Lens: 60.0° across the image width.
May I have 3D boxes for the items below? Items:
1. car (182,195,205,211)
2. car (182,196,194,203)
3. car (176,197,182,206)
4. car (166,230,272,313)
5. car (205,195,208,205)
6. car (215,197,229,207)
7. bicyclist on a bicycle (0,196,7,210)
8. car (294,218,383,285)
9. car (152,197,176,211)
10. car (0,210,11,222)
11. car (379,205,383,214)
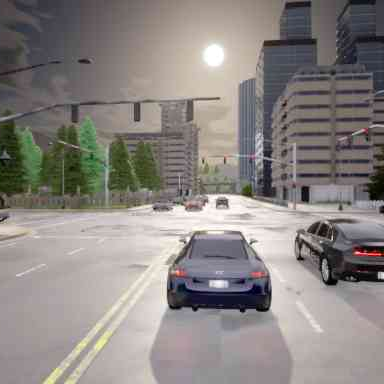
[{"bbox_3d":[0.238,1.352,40.492,2.097,1.767,4.553,0,0,2],"label":"car"},{"bbox_3d":[-0.883,1.539,70.061,2.033,1.411,5.357,0,0,5],"label":"car"},{"bbox_3d":[-2.291,1.547,54.525,2.033,1.411,5.357,0,0,5],"label":"car"},{"bbox_3d":[0.607,1.564,7.773,1.994,1.385,4.181,0,0,4],"label":"car"},{"bbox_3d":[1.277,1.503,55.138,1.837,1.490,4.892,0,0,5],"label":"car"},{"bbox_3d":[4.553,1.504,50.166,1.837,1.490,4.892,0,0,5],"label":"car"},{"bbox_3d":[-22.282,1.300,39.028,0.582,1.620,1.656,0,0,5],"label":"bicyclist on a bicycle"},{"bbox_3d":[4.240,1.505,9.388,1.837,1.490,4.892,0,0,5],"label":"car"},{"bbox_3d":[-3.503,1.600,40.318,1.895,1.301,4.718,0,0,5],"label":"car"},{"bbox_3d":[-15.744,1.601,23.946,4.718,1.301,1.895,0,0,5],"label":"car"},{"bbox_3d":[20.567,1.478,31.635,5.008,1.535,1.882,0,0,5],"label":"car"}]
